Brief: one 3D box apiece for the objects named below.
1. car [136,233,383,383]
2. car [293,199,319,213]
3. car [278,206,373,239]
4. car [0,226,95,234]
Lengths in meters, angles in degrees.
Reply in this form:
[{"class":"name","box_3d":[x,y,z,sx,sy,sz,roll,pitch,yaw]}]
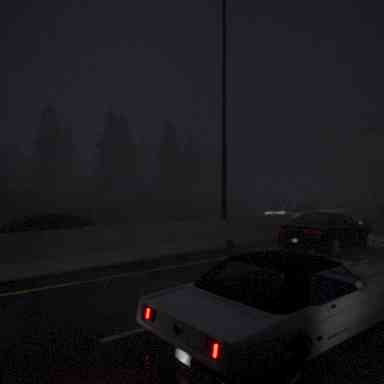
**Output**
[{"class":"car","box_3d":[1.637,1.615,5.220,4.718,1.301,1.895,0,0,-38]},{"class":"car","box_3d":[13.659,1.581,39.631,1.882,1.535,5.008,0,0,32]},{"class":"car","box_3d":[5.355,1.512,13.048,5.008,1.535,1.882,0,0,-42]},{"class":"car","box_3d":[-6.112,1.546,12.764,4.892,1.490,1.837,0,0,-38]}]
